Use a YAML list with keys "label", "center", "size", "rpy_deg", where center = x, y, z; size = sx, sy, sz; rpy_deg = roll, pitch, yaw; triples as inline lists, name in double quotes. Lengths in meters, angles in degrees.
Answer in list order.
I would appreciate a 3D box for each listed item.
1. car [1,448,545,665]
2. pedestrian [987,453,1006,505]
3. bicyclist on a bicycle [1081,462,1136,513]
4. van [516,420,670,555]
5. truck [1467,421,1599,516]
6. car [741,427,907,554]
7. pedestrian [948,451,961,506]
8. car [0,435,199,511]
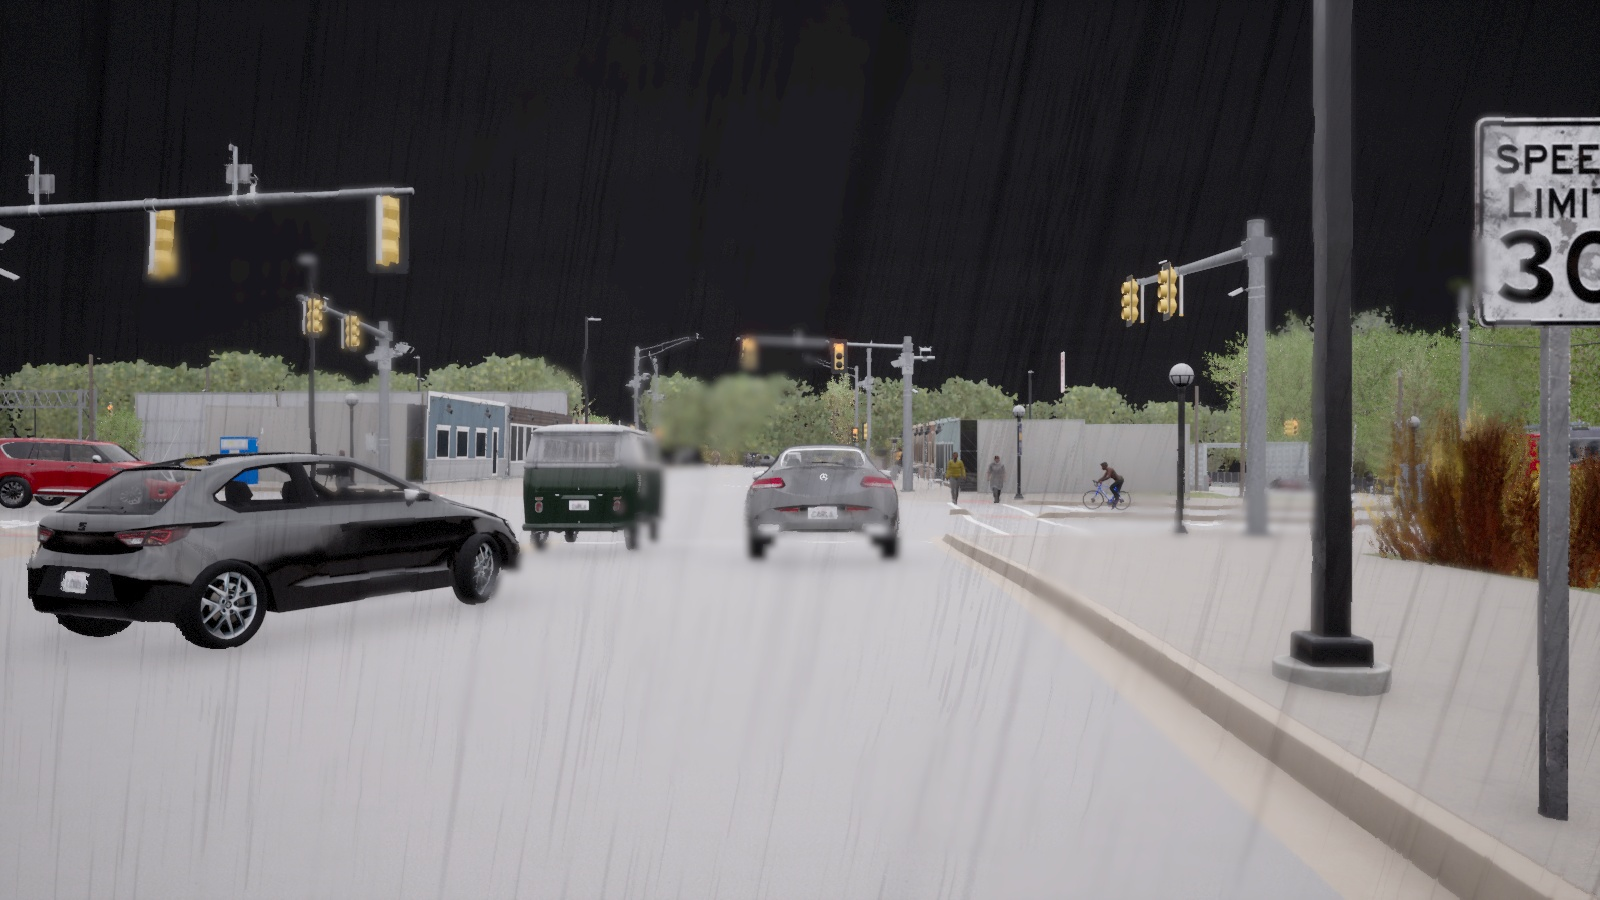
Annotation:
- label: "car"
  center: [-4.332, 0.746, 11.057]
  size: [1.816, 1.474, 4.193]
  rpy_deg: [0, 1, 28]
- label: "pedestrian"
  center: [7.447, 1.081, 47.614]
  size: [0.659, 1.952, 0.873]
  rpy_deg: [0, 1, 14]
- label: "bicyclist on a bicycle"
  center: [10.250, 1.247, 41.785]
  size: [1.656, 1.620, 0.582]
  rpy_deg: [1, -1, 0]
- label: "van"
  center: [-3.282, 0.598, 20.731]
  size: [1.775, 1.987, 4.442]
  rpy_deg: [0, -1, 0]
- label: "truck"
  center: [32.456, 0.827, 54.751]
  size: [2.891, 3.827, 8.468]
  rpy_deg: [-1, -1, 6]
- label: "car"
  center: [0.350, 0.588, 18.883]
  size: [2.152, 1.651, 5.027]
  rpy_deg: [0, -1, 1]
- label: "pedestrian"
  center: [5.276, 0.966, 42.783]
  size: [0.431, 1.840, 0.709]
  rpy_deg: [0, 1, 8]
- label: "car"
  center: [-21.005, 0.660, 36.899]
  size: [5.566, 2.045, 2.150]
  rpy_deg: [1, 0, -3]
